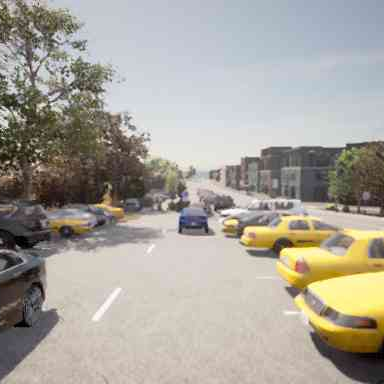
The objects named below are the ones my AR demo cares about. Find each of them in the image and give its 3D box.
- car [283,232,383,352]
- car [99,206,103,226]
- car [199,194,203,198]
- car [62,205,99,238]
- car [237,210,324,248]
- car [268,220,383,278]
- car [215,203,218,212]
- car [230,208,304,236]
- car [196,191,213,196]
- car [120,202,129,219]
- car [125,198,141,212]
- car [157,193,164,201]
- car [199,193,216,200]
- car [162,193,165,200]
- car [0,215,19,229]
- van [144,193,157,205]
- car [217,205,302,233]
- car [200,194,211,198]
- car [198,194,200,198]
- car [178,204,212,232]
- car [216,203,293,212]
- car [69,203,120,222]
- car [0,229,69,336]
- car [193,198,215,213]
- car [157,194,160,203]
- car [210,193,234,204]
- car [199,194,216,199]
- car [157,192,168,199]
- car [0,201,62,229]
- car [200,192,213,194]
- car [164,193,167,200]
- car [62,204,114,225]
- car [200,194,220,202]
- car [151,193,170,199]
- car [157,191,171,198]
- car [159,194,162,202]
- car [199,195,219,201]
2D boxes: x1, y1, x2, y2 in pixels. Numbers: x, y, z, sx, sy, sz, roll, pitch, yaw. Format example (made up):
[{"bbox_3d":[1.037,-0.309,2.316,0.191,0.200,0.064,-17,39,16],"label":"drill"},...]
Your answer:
[{"bbox_3d":[4.350,1.524,4.937,5.366,1.575,1.946,0,-1,0],"label":"car"},{"bbox_3d":[-8.555,1.807,21.591,4.674,1.452,2.002,0,-1,0],"label":"car"},{"bbox_3d":[4.199,1.549,59.742,4.792,1.488,2.163,0,0,0],"label":"car"},{"bbox_3d":[-8.370,1.723,18.822,5.366,1.575,1.946,0,-1,0],"label":"car"},{"bbox_3d":[4.714,1.638,13.262,5.366,1.575,1.946,0,-1,0],"label":"car"},{"bbox_3d":[4.719,1.557,7.590,5.366,1.575,1.946,0,-1,0],"label":"car"},{"bbox_3d":[4.546,1.875,27.141,4.792,1.488,2.163,0,-1,0],"label":"car"},{"bbox_3d":[4.520,1.683,16.038,4.892,1.521,2.231,0,-1,0],"label":"car"},{"bbox_3d":[4.200,1.303,68.102,5.566,2.045,2.435,0,0,0],"label":"car"},{"bbox_3d":[-8.560,1.887,29.778,5.008,1.535,2.097,0,-1,0],"label":"car"},{"bbox_3d":[-7.764,1.568,42.485,2.097,1.767,4.553,0,2,-9],"label":"car"},{"bbox_3d":[-9.037,1.554,68.038,5.366,1.575,1.946,0,0,0],"label":"car"},{"bbox_3d":[4.197,1.101,90.389,4.553,1.767,2.185,0,2,0],"label":"car"},{"bbox_3d":[-9.037,1.548,70.834,5.366,1.575,1.946,0,0,0],"label":"car"},{"bbox_3d":[-8.521,1.634,10.513,4.792,1.488,2.163,0,-1,0],"label":"car"},{"bbox_3d":[-8.725,1.277,56.877,4.442,1.987,1.878,1,0,0],"label":"van"},{"bbox_3d":[4.339,1.720,18.814,5.366,1.575,1.946,0,-1,0],"label":"car"},{"bbox_3d":[4.258,1.528,56.959,4.792,1.488,2.163,0,0,0],"label":"car"},{"bbox_3d":[4.234,1.551,65.308,5.008,1.535,2.097,0,0,0],"label":"car"},{"bbox_3d":[0.081,1.772,22.243,1.882,1.535,5.008,0,-1,0],"label":"car"},{"bbox_3d":[4.514,1.805,24.366,5.008,1.535,2.097,0,-1,0],"label":"car"},{"bbox_3d":[-8.594,1.721,27.009,4.553,1.767,2.185,0,-1,0],"label":"car"},{"bbox_3d":[-3.604,1.533,4.295,2.128,1.511,4.902,0,-1,0],"label":"car"},{"bbox_3d":[0.929,1.853,36.621,1.882,1.535,5.008,1,2,14],"label":"car"},{"bbox_3d":[-8.854,1.580,62.334,4.674,1.452,2.002,0,0,0],"label":"car"},{"bbox_3d":[4.091,1.388,42.187,2.150,2.045,5.566,1,2,12],"label":"car"},{"bbox_3d":[4.226,1.185,93.180,4.674,1.452,2.002,0,2,0],"label":"car"},{"bbox_3d":[-8.846,1.470,79.070,5.008,1.535,2.097,0,1,0],"label":"car"},{"bbox_3d":[-8.580,1.394,13.286,5.566,2.045,2.435,0,-1,0],"label":"car"},{"bbox_3d":[4.197,1.413,62.529,4.553,1.767,2.185,0,0,0],"label":"car"},{"bbox_3d":[-8.846,1.507,76.281,5.008,1.535,2.097,0,1,0],"label":"car"},{"bbox_3d":[-8.531,1.837,24.361,4.792,1.488,2.163,0,-1,0],"label":"car"},{"bbox_3d":[4.260,1.339,79.250,4.553,1.767,2.185,0,1,0],"label":"car"},{"bbox_3d":[-8.857,1.152,93.009,5.008,1.535,2.097,0,2,0],"label":"car"},{"bbox_3d":[-8.666,1.230,90.221,5.366,1.575,1.946,0,2,0],"label":"car"},{"bbox_3d":[-8.880,1.583,65.246,4.792,1.488,2.163,0,0,0],"label":"car"},{"bbox_3d":[4.258,1.447,82.040,4.792,1.488,2.163,0,1,0],"label":"car"}]
